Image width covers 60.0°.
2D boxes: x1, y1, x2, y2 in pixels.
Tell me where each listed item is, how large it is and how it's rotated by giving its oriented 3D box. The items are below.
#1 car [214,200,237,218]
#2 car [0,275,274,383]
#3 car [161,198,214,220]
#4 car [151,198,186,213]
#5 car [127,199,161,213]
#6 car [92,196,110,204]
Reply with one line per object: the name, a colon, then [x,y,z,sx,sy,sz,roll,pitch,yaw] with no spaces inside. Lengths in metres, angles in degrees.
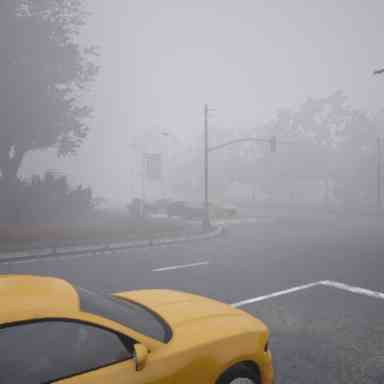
car: [2.215,1.511,31.438,1.882,1.535,5.008,0,0,-32]
car: [-1.460,1.478,2.704,5.008,1.535,1.882,0,0,-36]
car: [-0.514,1.505,29.208,1.882,1.535,5.008,0,0,-32]
car: [-2.880,1.516,39.457,2.128,1.511,4.902,0,0,-33]
car: [-5.519,1.620,37.099,1.895,1.301,4.718,0,0,-33]
car: [-16.421,1.421,59.790,1.895,1.301,4.718,0,0,-36]
